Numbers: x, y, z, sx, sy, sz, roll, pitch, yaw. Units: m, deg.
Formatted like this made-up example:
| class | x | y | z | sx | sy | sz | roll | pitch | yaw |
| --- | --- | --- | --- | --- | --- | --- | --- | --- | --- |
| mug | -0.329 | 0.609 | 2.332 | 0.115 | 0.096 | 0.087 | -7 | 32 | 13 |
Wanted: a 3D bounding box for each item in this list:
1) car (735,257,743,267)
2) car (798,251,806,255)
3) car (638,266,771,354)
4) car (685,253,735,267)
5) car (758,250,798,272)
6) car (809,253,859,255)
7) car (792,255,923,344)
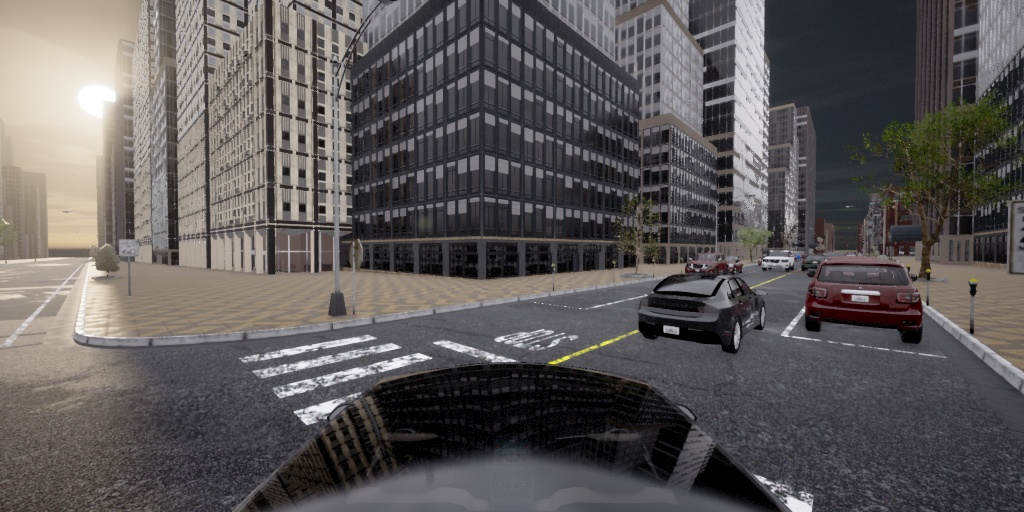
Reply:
| class | x | y | z | sx | sy | sz | roll | pitch | yaw |
| --- | --- | --- | --- | --- | --- | --- | --- | --- | --- |
| car | 18.597 | 0.731 | 31.123 | 1.967 | 1.591 | 4.097 | 0 | 0 | 43 |
| car | 30.238 | 0.590 | 35.576 | 2.097 | 1.767 | 4.553 | 1 | 1 | 44 |
| car | 4.759 | 1.164 | 8.725 | 1.837 | 1.490 | 4.892 | 1 | 1 | 43 |
| car | 14.780 | 0.669 | 27.082 | 2.192 | 1.841 | 5.009 | 0 | 0 | 43 |
| car | 26.914 | 0.442 | 36.169 | 2.150 | 2.045 | 5.566 | 1 | 1 | 43 |
| car | 12.886 | 0.906 | 13.583 | 2.192 | 1.841 | 5.009 | 0 | 0 | 43 |
| car | 9.139 | 0.971 | 9.478 | 2.192 | 1.841 | 5.009 | 0 | 0 | 43 |
